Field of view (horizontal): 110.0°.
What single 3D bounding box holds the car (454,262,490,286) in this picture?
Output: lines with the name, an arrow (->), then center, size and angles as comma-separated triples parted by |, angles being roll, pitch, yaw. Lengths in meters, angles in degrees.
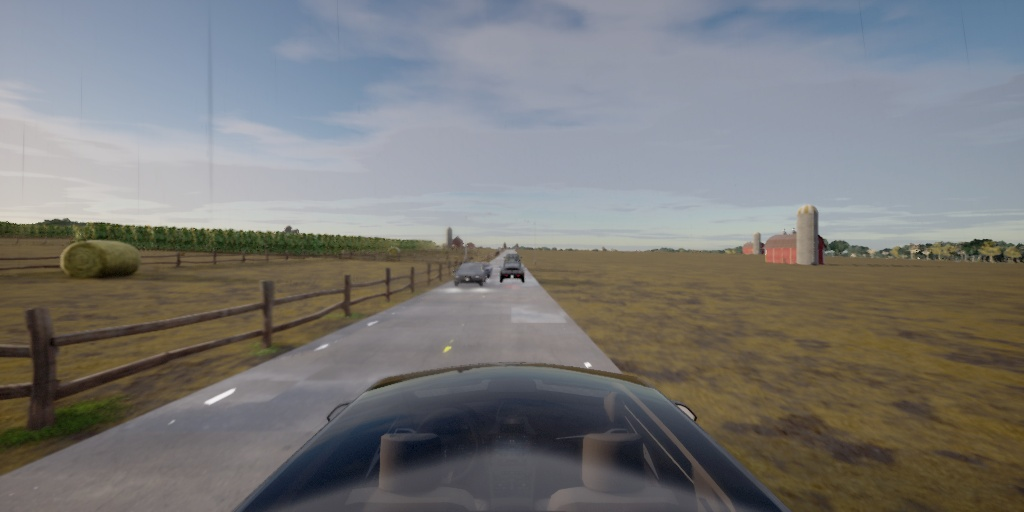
car -> -2.737, 1.201, 24.341 | 1.837, 1.490, 4.892 | 0, 0, 0

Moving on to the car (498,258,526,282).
car -> 0.029, 1.162, 27.485 | 1.837, 1.490, 4.892 | 0, 1, 0

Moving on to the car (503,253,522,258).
car -> 0.103, 0.647, 45.098 | 2.150, 2.045, 5.566 | 0, 1, 0

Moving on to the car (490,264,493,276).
car -> -2.729, 1.206, 31.859 | 1.895, 1.301, 4.718 | 0, 1, 0
